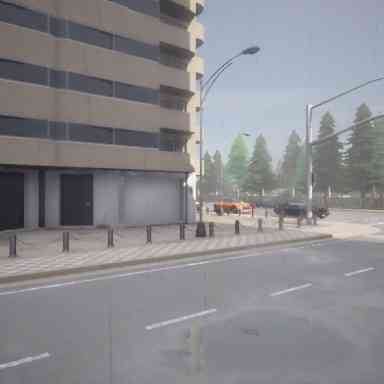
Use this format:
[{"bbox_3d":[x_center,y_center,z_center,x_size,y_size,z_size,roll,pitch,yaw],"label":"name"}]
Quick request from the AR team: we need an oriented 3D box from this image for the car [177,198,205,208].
[{"bbox_3d":[-0.193,1.619,49.083,1.994,1.385,4.181,0,0,-36],"label":"car"}]

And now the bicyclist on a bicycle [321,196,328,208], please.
[{"bbox_3d":[17.369,1.356,43.492,1.656,1.620,0.582,0,0,-36],"label":"bicyclist on a bicycle"}]

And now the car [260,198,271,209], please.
[{"bbox_3d":[9.661,1.603,47.693,2.033,1.411,5.357,0,0,-36],"label":"car"}]

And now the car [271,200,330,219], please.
[{"bbox_3d":[9.650,1.656,29.438,1.895,1.301,4.718,0,0,-36],"label":"car"}]

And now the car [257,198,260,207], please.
[{"bbox_3d":[5.609,1.656,41.020,1.895,1.301,4.718,0,0,-36],"label":"car"}]

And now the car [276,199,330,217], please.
[{"bbox_3d":[11.075,1.533,33.444,1.882,1.535,5.008,0,0,-36],"label":"car"}]

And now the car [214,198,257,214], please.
[{"bbox_3d":[4.434,1.407,36.670,2.097,1.767,4.553,0,0,-36],"label":"car"}]

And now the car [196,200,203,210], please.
[{"bbox_3d":[-0.920,1.533,44.103,1.882,1.535,5.008,0,0,-36],"label":"car"}]
